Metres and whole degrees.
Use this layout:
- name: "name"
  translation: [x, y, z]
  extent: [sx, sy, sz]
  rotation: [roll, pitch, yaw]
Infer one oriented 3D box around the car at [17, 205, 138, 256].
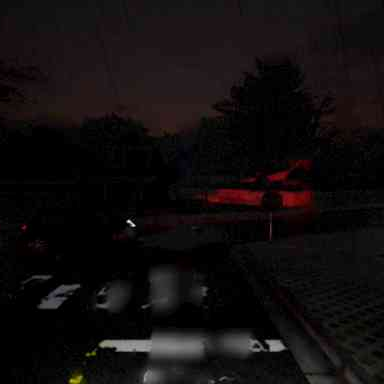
- name: "car"
  translation: [-4.555, 1.348, 13.598]
  extent: [4.553, 1.767, 2.097]
  rotation: [-2, 2, -24]
